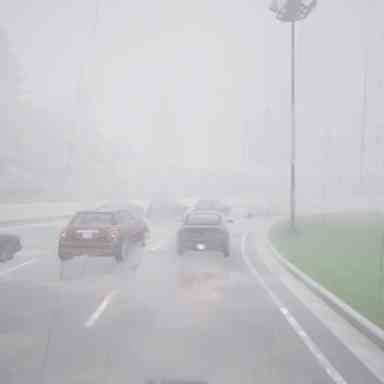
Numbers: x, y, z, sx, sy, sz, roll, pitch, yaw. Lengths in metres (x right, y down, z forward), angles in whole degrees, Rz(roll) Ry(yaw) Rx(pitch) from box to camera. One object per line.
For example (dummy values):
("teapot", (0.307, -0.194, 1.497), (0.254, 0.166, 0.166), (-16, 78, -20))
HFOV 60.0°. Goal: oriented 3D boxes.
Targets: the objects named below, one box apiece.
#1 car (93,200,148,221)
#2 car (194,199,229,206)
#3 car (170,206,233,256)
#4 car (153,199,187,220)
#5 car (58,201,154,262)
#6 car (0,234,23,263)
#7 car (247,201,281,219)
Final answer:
("car", (-6.027, 1.494, 28.748), (2.128, 1.511, 4.902), (0, 0, 23))
("car", (1.781, 1.354, 28.261), (2.097, 1.767, 4.553), (0, 0, 27))
("car", (0.556, 1.507, 13.144), (1.837, 1.490, 4.892), (0, 0, 6))
("car", (-2.026, 1.354, 28.369), (2.097, 1.767, 4.553), (0, 0, 25))
("car", (-3.018, 1.354, 12.315), (2.097, 1.767, 4.553), (0, 0, 5))
("car", (-6.792, 1.548, 8.920), (2.033, 1.411, 5.357), (0, 0, 2))
("car", (6.297, 1.528, 29.213), (1.812, 1.442, 4.674), (0, 0, 32))
